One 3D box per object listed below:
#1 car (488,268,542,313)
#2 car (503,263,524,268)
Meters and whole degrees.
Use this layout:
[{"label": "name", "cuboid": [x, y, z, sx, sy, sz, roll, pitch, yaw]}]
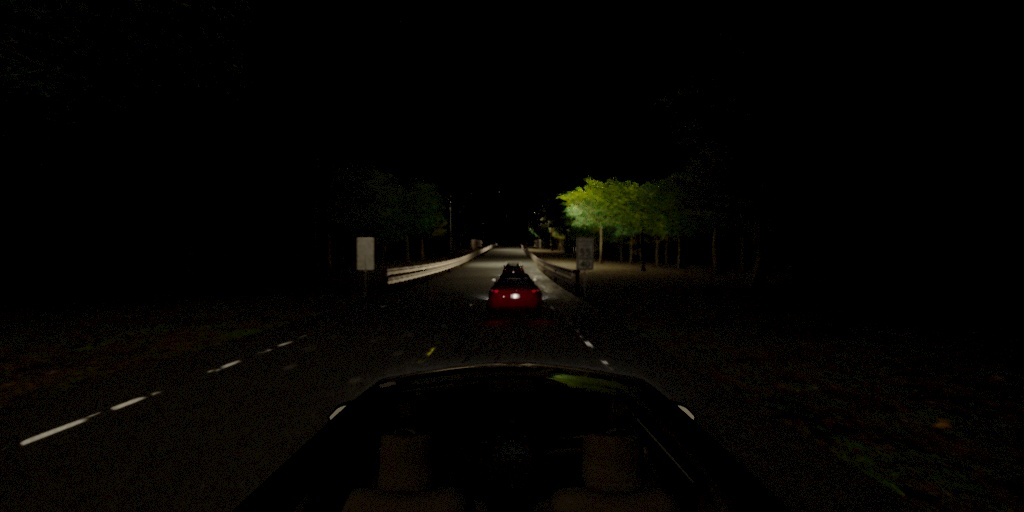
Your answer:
[{"label": "car", "cuboid": [0.112, 1.370, 14.422, 1.994, 1.385, 4.181, 0, 0, 0]}, {"label": "car", "cuboid": [0.129, 1.290, 33.117, 1.994, 1.385, 4.181, 0, 1, 0]}]
